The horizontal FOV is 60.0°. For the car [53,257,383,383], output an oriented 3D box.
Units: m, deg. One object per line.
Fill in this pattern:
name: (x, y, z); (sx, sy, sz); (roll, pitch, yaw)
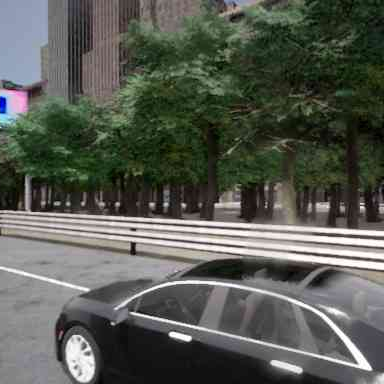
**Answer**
car: (0.431, 1.516, 3.684); (4.892, 1.490, 1.837); (-1, 0, 35)
